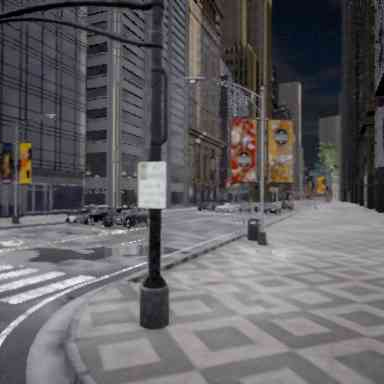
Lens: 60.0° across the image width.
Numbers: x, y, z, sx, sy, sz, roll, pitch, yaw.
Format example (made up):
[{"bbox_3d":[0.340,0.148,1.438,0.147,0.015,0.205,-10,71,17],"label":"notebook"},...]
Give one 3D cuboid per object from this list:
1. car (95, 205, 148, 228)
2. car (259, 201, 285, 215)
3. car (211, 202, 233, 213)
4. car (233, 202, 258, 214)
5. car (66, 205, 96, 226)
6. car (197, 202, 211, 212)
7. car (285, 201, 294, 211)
[{"bbox_3d":[-4.682,1.797,24.792,1.837,1.490,4.892,0,-1,23],"label":"car"},{"bbox_3d":[10.315,2.244,43.018,1.895,1.301,4.718,0,-1,24],"label":"car"},{"bbox_3d":[4.674,2.173,46.538,1.812,1.442,4.674,0,-1,24],"label":"car"},{"bbox_3d":[7.664,2.141,45.077,2.128,1.511,4.902,0,-1,24],"label":"car"},{"bbox_3d":[-7.678,1.779,26.048,2.128,1.511,4.902,0,-1,23],"label":"car"},{"bbox_3d":[2.520,2.222,49.709,2.033,1.411,5.357,0,-1,23],"label":"car"},{"bbox_3d":[16.416,2.379,57.266,1.837,1.490,4.892,0,0,24],"label":"car"}]
